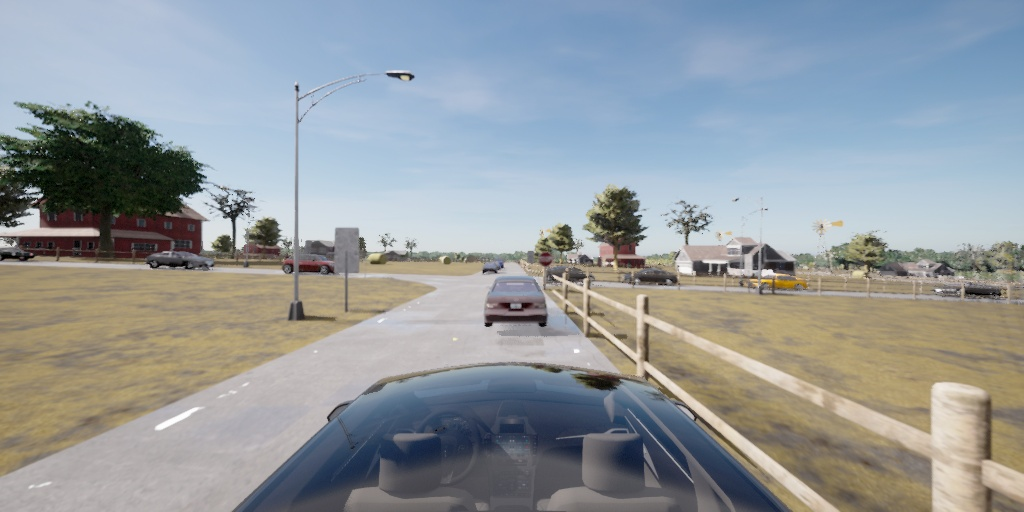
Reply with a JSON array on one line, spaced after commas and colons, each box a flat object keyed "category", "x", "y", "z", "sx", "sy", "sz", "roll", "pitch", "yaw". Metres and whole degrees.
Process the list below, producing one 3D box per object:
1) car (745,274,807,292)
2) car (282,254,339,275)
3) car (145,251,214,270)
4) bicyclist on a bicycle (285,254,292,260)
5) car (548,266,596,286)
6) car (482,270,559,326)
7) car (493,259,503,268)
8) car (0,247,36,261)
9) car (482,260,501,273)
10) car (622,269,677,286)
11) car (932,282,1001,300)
[{"category": "car", "x": 24.407, "y": 2.403, "z": 33.264, "sx": 5.008, "sy": 1.535, "sz": 1.882, "roll": 2, "pitch": 0, "yaw": 0}, {"category": "car", "x": -16.691, "y": 0.656, "z": 30.284, "sx": 4.553, "sy": 1.767, "sz": 2.097, "roll": 2, "pitch": 0, "yaw": 0}, {"category": "car", "x": -27.943, "y": 0.377, "z": 30.275, "sx": 4.902, "sy": 1.511, "sz": 2.128, "roll": 2, "pitch": 0, "yaw": 0}, {"category": "bicyclist on a bicycle", "x": -22.610, "y": 0.581, "z": 36.264, "sx": 0.582, "sy": 1.620, "sz": 1.656, "roll": 2, "pitch": -1, "yaw": 0}, {"category": "car", "x": 4.769, "y": 1.618, "z": 29.361, "sx": 4.892, "sy": 1.490, "sz": 1.837, "roll": 3, "pitch": -4, "yaw": -35}, {"category": "car", "x": 0.099, "y": 1.344, "z": 11.781, "sx": 2.033, "sy": 1.411, "sz": 5.357, "roll": 0, "pitch": 0, "yaw": 0}, {"category": "car", "x": -2.809, "y": 1.583, "z": 57.535, "sx": 1.812, "sy": 1.442, "sz": 4.674, "roll": 0, "pitch": 0, "yaw": 0}, {"category": "car", "x": -47.513, "y": -0.194, "z": 33.159, "sx": 4.718, "sy": 1.301, "sz": 1.895, "roll": 2, "pitch": 0, "yaw": 0}, {"category": "car", "x": -2.832, "y": 1.542, "z": 46.850, "sx": 2.033, "sy": 1.411, "sz": 5.357, "roll": 0, "pitch": 0, "yaw": 0}, {"category": "car", "x": 12.710, "y": 1.963, "z": 33.207, "sx": 4.892, "sy": 1.490, "sz": 1.837, "roll": 2, "pitch": 0, "yaw": -2}, {"category": "car", "x": 42.021, "y": 3.148, "z": 33.241, "sx": 4.902, "sy": 1.511, "sz": 2.128, "roll": 3, "pitch": 0, "yaw": 0}]
